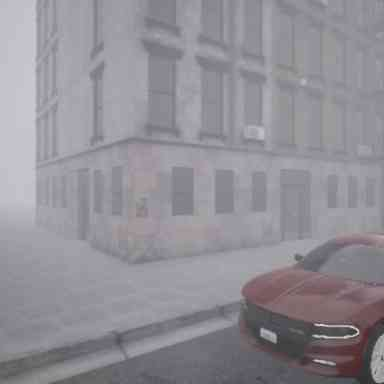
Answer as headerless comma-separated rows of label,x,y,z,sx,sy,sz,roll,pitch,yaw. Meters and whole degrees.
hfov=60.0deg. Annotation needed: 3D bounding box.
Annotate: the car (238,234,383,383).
car,2.967,1.475,5.474,5.008,1.535,1.882,0,0,-35
